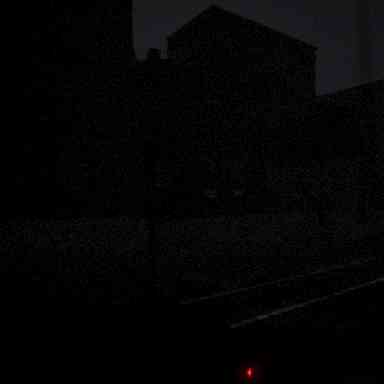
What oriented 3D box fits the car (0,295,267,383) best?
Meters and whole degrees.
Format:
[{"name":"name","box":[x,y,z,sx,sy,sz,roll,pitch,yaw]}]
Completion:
[{"name":"car","box":[-1.904,1.545,2.020,5.357,1.411,2.033,0,0,-35]}]
